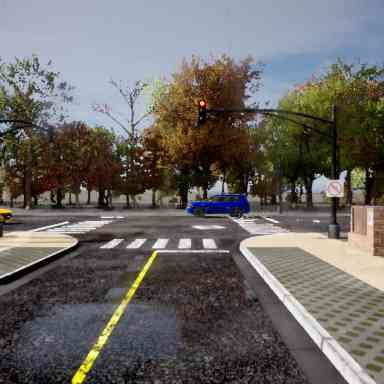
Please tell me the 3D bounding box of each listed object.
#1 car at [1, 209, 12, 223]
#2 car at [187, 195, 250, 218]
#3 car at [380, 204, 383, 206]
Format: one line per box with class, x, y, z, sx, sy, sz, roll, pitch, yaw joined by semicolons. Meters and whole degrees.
car;-15.084;1.423;22.922;5.008;1.535;1.882;0;0;0
car;2.357;1.244;29.607;5.566;2.045;2.150;1;0;0
car;18.084;1.553;29.592;5.008;1.535;1.882;0;0;0
